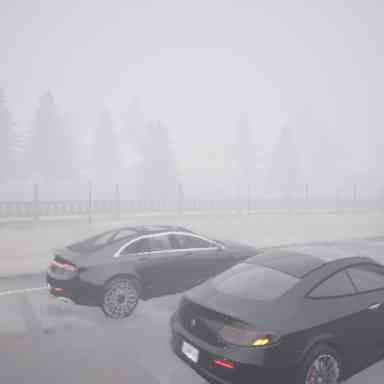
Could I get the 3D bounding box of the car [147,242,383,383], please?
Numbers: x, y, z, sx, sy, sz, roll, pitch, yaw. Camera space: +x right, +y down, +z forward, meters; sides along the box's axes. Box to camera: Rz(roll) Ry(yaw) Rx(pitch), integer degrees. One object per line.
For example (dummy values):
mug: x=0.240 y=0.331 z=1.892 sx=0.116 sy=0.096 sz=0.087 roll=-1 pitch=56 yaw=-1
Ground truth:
car: x=1.908 y=1.532 z=4.805 sx=4.674 sy=1.442 sz=1.812 roll=0 pitch=0 yaw=-33

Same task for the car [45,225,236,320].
car: x=-0.569 y=1.496 z=7.354 sx=4.902 sy=1.511 sz=2.128 roll=0 pitch=0 yaw=-33
